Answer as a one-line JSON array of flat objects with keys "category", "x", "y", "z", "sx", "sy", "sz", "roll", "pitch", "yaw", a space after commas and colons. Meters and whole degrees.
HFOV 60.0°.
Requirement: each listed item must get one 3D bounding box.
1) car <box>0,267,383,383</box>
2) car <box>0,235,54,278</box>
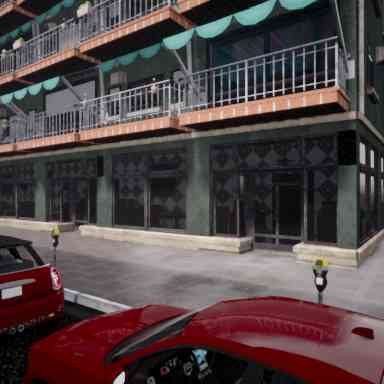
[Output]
[{"category": "car", "x": 0.479, "y": 1.545, "z": 2.536, "sx": 4.507, "sy": 1.381, "sz": 1.887, "roll": 0, "pitch": 0, "yaw": 36}, {"category": "car", "x": -4.107, "y": 1.440, "z": 5.814, "sx": 4.097, "sy": 1.590, "sz": 1.967, "roll": 0, "pitch": 0, "yaw": 36}]
